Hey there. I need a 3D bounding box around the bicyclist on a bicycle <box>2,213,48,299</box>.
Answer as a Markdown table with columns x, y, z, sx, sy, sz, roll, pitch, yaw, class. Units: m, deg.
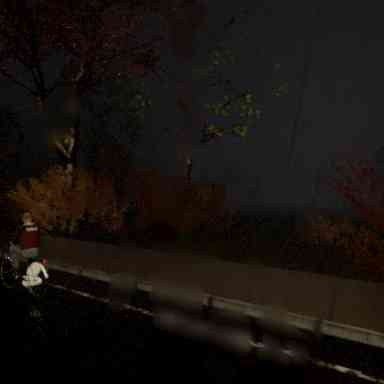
| x | y | z | sx | sy | sz | roll | pitch | yaw | class |
| --- | --- | --- | --- | --- | --- | --- | --- | --- | --- |
| -3.663 | 1.323 | 7.190 | 1.843 | 1.776 | 0.659 | 1 | 0 | 35 | bicyclist on a bicycle |
